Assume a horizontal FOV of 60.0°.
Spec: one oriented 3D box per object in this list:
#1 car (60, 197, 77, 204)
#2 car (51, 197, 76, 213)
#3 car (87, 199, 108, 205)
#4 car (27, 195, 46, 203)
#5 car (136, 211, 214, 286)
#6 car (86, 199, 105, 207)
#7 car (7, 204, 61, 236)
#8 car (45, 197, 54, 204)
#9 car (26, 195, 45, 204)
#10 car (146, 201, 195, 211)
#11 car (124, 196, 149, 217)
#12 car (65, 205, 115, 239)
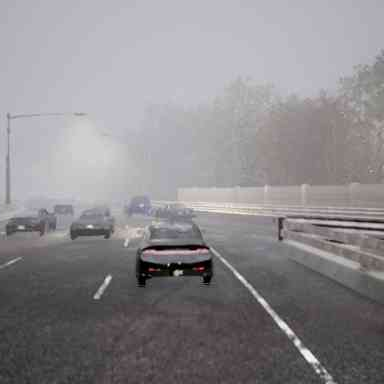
[{"bbox_3d":[-26.705,1.771,71.731,1.812,1.442,4.674,0,0,-42],"label":"car"},{"bbox_3d":[-13.764,1.673,35.740,1.882,1.535,5.008,0,0,-20],"label":"car"},{"bbox_3d":[-9.752,1.752,34.840,1.994,1.385,4.181,0,0,-19],"label":"car"},{"bbox_3d":[-39.665,1.695,84.809,5.566,2.045,2.150,0,0,40],"label":"car"},{"bbox_3d":[-0.571,1.543,9.617,2.128,1.511,4.902,0,0,-6],"label":"car"},{"bbox_3d":[-16.844,1.913,57.941,1.895,1.301,4.718,0,0,-32],"label":"car"},{"bbox_3d":[-9.055,1.632,19.041,1.812,1.442,4.674,0,0,-11],"label":"car"},{"bbox_3d":[-29.377,1.763,69.470,1.812,1.442,4.674,0,0,-42],"label":"car"},{"bbox_3d":[-32.049,1.756,67.210,2.128,1.511,4.902,0,0,-42],"label":"car"},{"bbox_3d":[-1.671,1.695,28.440,2.033,1.411,5.357,0,0,-32],"label":"car"},{"bbox_3d":[-5.516,1.398,33.317,2.150,2.045,5.566,0,0,-18],"label":"car"},{"bbox_3d":[-5.323,1.662,18.180,1.994,1.385,4.181,0,0,-10],"label":"car"}]
